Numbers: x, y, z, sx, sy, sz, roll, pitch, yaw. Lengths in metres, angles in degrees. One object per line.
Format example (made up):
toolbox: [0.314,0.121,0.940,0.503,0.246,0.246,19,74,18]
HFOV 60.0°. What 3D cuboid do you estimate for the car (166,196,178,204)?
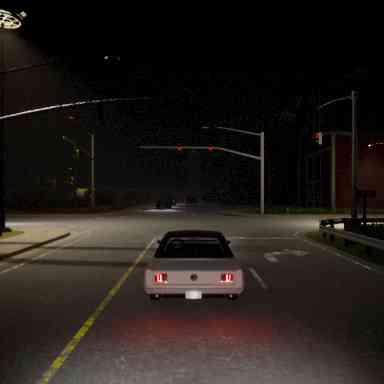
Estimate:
car: [-3.747,1.500,63.287,1.837,1.490,4.892,0,1,0]

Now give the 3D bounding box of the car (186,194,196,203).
car: [-0.207,1.354,71.124,2.097,1.767,4.553,0,0,0]

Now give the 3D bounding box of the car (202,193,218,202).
car: [3.951,1.144,72.909,1.905,1.878,3.866,-8,3,-42]

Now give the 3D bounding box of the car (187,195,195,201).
car: [-0.234,1.441,80.353,2.033,1.411,5.357,0,0,0]

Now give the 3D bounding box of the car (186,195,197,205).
car: [-0.166,1.504,57.127,1.837,1.490,4.892,0,0,0]

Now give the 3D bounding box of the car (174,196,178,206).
car: [-3.744,1.351,54.299,2.097,1.767,4.553,0,0,0]

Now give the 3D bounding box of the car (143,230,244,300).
car: [0.043,1.601,8.325,1.895,1.301,4.718,0,0,0]

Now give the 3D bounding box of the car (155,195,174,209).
car: [-3.725,1.523,44.525,1.812,1.442,4.674,0,0,0]
